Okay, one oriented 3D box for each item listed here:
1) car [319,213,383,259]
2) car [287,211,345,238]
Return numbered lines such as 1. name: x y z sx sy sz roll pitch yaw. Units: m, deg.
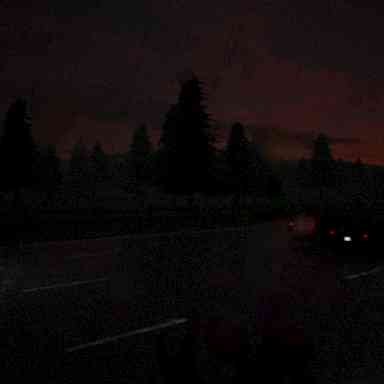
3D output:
1. car: 7.273 1.694 13.233 4.181 1.385 1.994 1 0 -35
2. car: 7.341 1.703 17.581 5.357 1.411 2.033 1 0 -36
